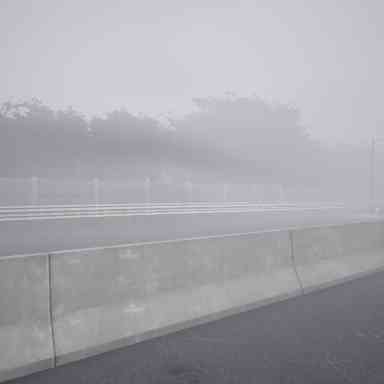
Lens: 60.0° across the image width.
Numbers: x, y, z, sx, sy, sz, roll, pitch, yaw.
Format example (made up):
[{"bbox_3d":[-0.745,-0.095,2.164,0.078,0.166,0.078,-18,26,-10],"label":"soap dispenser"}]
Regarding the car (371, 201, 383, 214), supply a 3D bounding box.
[{"bbox_3d":[22.358,1.821,38.169,4.902,1.511,2.128,1,-1,-38],"label":"car"}]
